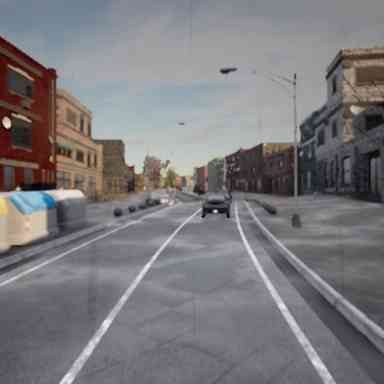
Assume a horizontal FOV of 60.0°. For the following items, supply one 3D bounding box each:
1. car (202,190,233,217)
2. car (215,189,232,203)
[{"bbox_3d":[1.728,0.875,23.128,1.837,1.490,4.892,0,2,6],"label":"car"},{"bbox_3d":[3.999,0.508,41.458,2.033,1.649,4.856,0,0,7],"label":"car"}]
